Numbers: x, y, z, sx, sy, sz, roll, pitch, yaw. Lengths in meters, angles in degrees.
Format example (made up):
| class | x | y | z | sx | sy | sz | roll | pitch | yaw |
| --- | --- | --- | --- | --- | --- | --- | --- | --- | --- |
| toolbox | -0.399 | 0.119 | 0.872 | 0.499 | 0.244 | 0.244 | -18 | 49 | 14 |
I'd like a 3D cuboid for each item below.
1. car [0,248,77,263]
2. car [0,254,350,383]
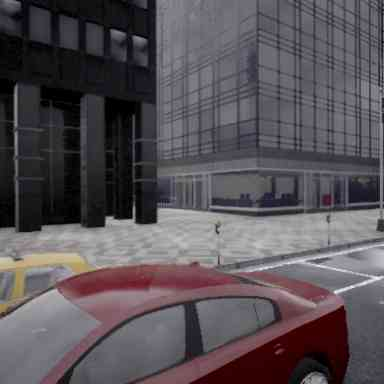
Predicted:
| class | x | y | z | sx | sy | sz | roll | pitch | yaw |
| --- | --- | --- | --- | --- | --- | --- | --- | --- | --- |
| car | -2.761 | 1.524 | 4.682 | 4.829 | 1.417 | 1.752 | 0 | 0 | -36 |
| car | -0.648 | 1.474 | 2.904 | 5.008 | 1.535 | 1.882 | 0 | 0 | -35 |
